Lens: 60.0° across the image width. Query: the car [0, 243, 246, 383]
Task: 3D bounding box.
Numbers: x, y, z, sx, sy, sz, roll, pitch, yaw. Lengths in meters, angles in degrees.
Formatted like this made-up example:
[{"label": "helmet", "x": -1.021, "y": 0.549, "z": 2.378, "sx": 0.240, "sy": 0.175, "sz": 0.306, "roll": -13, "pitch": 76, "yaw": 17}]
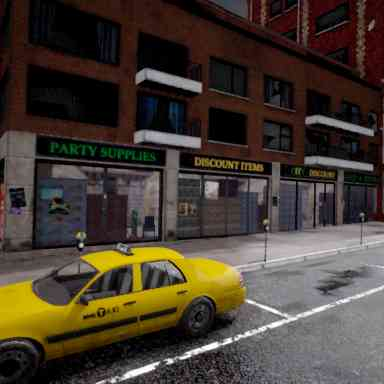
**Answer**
[{"label": "car", "x": -1.309, "y": 1.526, "z": 5.138, "sx": 4.829, "sy": 1.417, "sz": 1.752, "roll": 0, "pitch": 2, "yaw": -35}]
